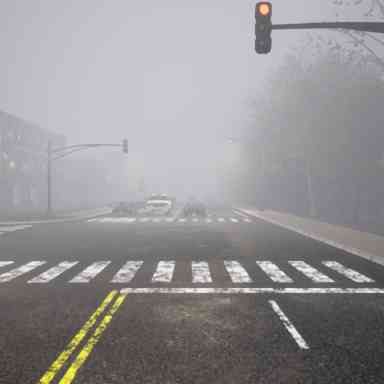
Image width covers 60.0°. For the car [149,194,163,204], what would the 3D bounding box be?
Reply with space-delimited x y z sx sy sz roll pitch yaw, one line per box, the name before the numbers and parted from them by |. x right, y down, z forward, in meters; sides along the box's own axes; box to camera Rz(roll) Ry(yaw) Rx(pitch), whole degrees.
car | -6.502 1.328 61.166 2.097 1.767 4.553 0 0 0

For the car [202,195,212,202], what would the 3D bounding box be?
car | 3.324 1.509 74.730 2.033 1.411 5.357 0 0 0

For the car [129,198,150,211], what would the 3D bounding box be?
car | -6.544 1.549 42.059 1.994 1.385 4.181 0 0 1

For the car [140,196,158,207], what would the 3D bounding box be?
car | -6.537 1.473 51.112 2.128 1.511 4.902 0 0 0

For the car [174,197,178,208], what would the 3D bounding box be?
car | -3.298 1.585 43.780 1.895 1.301 4.718 0 0 1

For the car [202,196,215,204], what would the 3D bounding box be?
car | 3.414 1.575 64.712 1.895 1.301 4.718 0 0 0

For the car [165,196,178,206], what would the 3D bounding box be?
car | -3.285 1.485 53.929 1.837 1.490 4.892 0 0 0

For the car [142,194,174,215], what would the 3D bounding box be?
car | -3.309 1.211 33.724 2.150 2.045 5.566 0 0 0

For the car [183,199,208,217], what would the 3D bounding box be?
car | 0.209 1.591 30.713 1.895 1.301 4.718 0 0 1

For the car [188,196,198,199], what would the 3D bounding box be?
car | 0.163 1.466 64.704 2.128 1.511 4.902 0 0 0

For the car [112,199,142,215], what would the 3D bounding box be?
car | -6.562 1.590 33.131 1.895 1.301 4.718 0 0 0
